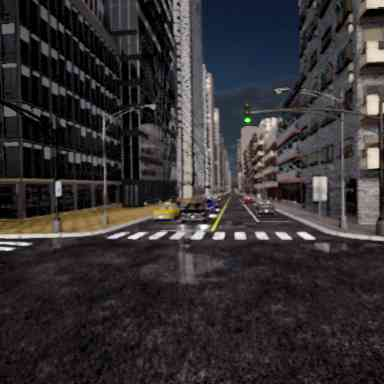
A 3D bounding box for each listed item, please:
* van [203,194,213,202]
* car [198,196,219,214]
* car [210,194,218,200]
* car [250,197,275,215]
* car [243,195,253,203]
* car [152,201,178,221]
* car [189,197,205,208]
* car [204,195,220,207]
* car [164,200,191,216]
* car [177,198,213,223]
[{"bbox_3d":[3.509,1.259,72.436,1.690,1.788,3.998,-2,0,7],"label":"van"},{"bbox_3d":[1.554,1.487,35.276,1.812,1.442,4.674,-1,0,7],"label":"car"},{"bbox_3d":[6.291,1.421,94.882,2.008,1.369,4.403,-2,0,7],"label":"car"},{"bbox_3d":[6.973,1.435,32.124,2.008,1.369,4.403,-2,0,7],"label":"car"},{"bbox_3d":[11.134,1.250,65.795,1.967,1.590,4.097,-2,0,7],"label":"car"},{"bbox_3d":[-2.058,1.542,27.372,1.752,1.417,4.829,-2,0,7],"label":"car"},{"bbox_3d":[0.739,1.512,49.987,1.887,1.381,4.507,-2,0,7],"label":"car"},{"bbox_3d":[2.879,1.485,45.577,2.033,1.411,5.357,-1,0,7],"label":"car"},{"bbox_3d":[-1.342,1.570,33.152,1.947,1.339,4.313,-2,0,7],"label":"car"},{"bbox_3d":[0.355,1.487,25.603,1.837,1.490,4.892,-1,0,7],"label":"car"}]
